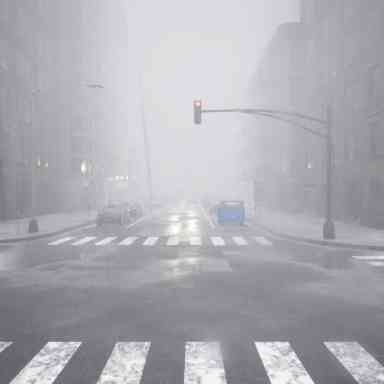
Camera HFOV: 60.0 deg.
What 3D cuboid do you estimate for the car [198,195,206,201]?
[{"bbox_3d":[2.637,1.533,85.697,1.947,1.339,4.313,0,0,0],"label":"car"}]

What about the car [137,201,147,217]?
[{"bbox_3d":[-5.388,1.544,28.875,1.887,1.381,4.507,0,0,0],"label":"car"}]

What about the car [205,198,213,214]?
[{"bbox_3d":[2.637,1.581,34.565,1.802,1.307,4.206,0,0,0],"label":"car"}]

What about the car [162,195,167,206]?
[{"bbox_3d":[-5.388,1.557,51.604,1.947,1.339,4.313,0,0,0],"label":"car"}]

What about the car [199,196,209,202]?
[{"bbox_3d":[2.637,1.526,74.334,2.008,1.369,4.403,0,0,0],"label":"car"}]

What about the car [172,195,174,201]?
[{"bbox_3d":[-5.388,1.294,68.648,2.192,1.841,5.009,0,0,0],"label":"car"}]

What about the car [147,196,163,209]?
[{"bbox_3d":[-5.388,1.520,45.752,1.752,1.417,4.829,0,0,0],"label":"car"}]

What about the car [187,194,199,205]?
[{"bbox_3d":[0.103,1.513,57.283,1.812,1.442,4.674,0,0,0],"label":"car"}]

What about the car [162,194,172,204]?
[{"bbox_3d":[-5.388,1.549,62.967,1.947,1.339,4.313,0,0,0],"label":"car"}]

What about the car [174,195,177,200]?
[{"bbox_3d":[-5.388,1.411,80.012,1.967,1.590,4.097,0,0,0],"label":"car"}]

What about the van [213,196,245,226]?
[{"bbox_3d":[2.637,1.340,23.203,1.690,1.788,3.998,0,0,0],"label":"van"}]

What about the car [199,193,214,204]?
[{"bbox_3d":[2.637,1.306,51.609,2.192,1.841,5.009,0,0,0],"label":"car"}]

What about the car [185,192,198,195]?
[{"bbox_3d":[0.094,1.332,67.112,2.097,1.767,4.553,0,0,-2],"label":"car"}]

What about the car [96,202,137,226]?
[{"bbox_3d":[-5.388,1.550,23.194,2.008,1.369,4.403,0,0,0],"label":"car"}]

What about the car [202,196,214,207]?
[{"bbox_3d":[2.637,1.577,45.928,1.802,1.307,4.206,0,0,0],"label":"car"}]
